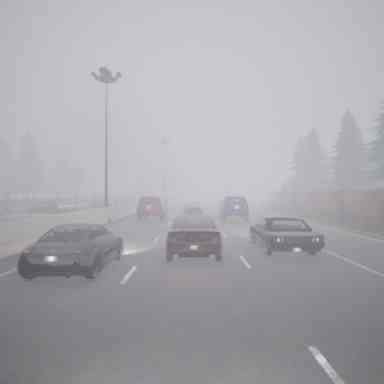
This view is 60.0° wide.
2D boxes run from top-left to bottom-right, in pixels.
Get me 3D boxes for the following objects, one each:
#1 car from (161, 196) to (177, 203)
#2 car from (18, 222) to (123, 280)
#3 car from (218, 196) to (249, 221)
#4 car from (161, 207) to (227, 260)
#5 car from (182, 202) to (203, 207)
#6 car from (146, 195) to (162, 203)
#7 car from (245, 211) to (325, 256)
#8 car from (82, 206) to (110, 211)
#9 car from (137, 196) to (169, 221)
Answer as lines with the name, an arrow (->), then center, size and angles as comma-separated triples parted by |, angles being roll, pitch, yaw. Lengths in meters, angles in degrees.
car -> -5.433, 1.851, 79.883 | 1.882, 1.535, 5.008 | 0, 0, 23
car -> -3.443, 1.618, 10.181 | 1.994, 1.385, 4.181 | 0, 0, 1
car -> 3.580, 1.374, 29.217 | 2.150, 2.045, 5.566 | 0, 0, 0
car -> 0.074, 1.545, 12.690 | 1.882, 1.535, 5.008 | 0, 0, 0
car -> 0.080, 1.690, 31.159 | 1.812, 1.442, 4.674 | 0, 0, 0
car -> -9.130, 1.727, 80.072 | 2.097, 1.767, 4.553 | 0, 0, 20
car -> 3.578, 1.672, 13.492 | 1.895, 1.301, 4.718 | 0, 0, 0
car -> -10.508, 1.690, 37.810 | 2.128, 1.511, 4.902 | 0, 0, 1
car -> -3.418, 1.374, 29.101 | 2.150, 2.045, 5.566 | 0, 0, 0
